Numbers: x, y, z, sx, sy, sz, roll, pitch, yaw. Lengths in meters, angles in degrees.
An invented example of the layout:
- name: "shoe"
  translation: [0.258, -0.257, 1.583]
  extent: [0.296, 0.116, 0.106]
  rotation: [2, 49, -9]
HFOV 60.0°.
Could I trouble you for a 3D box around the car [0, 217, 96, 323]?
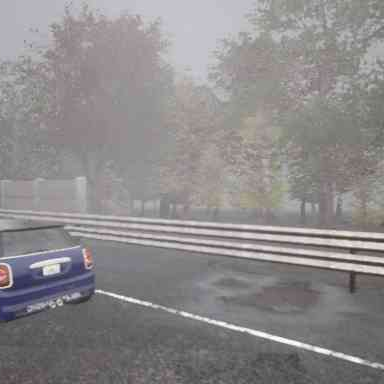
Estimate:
- name: "car"
  translation: [-4.105, 1.331, 6.834]
  extent: [4.553, 1.767, 2.097]
  rotation: [0, 0, 35]
